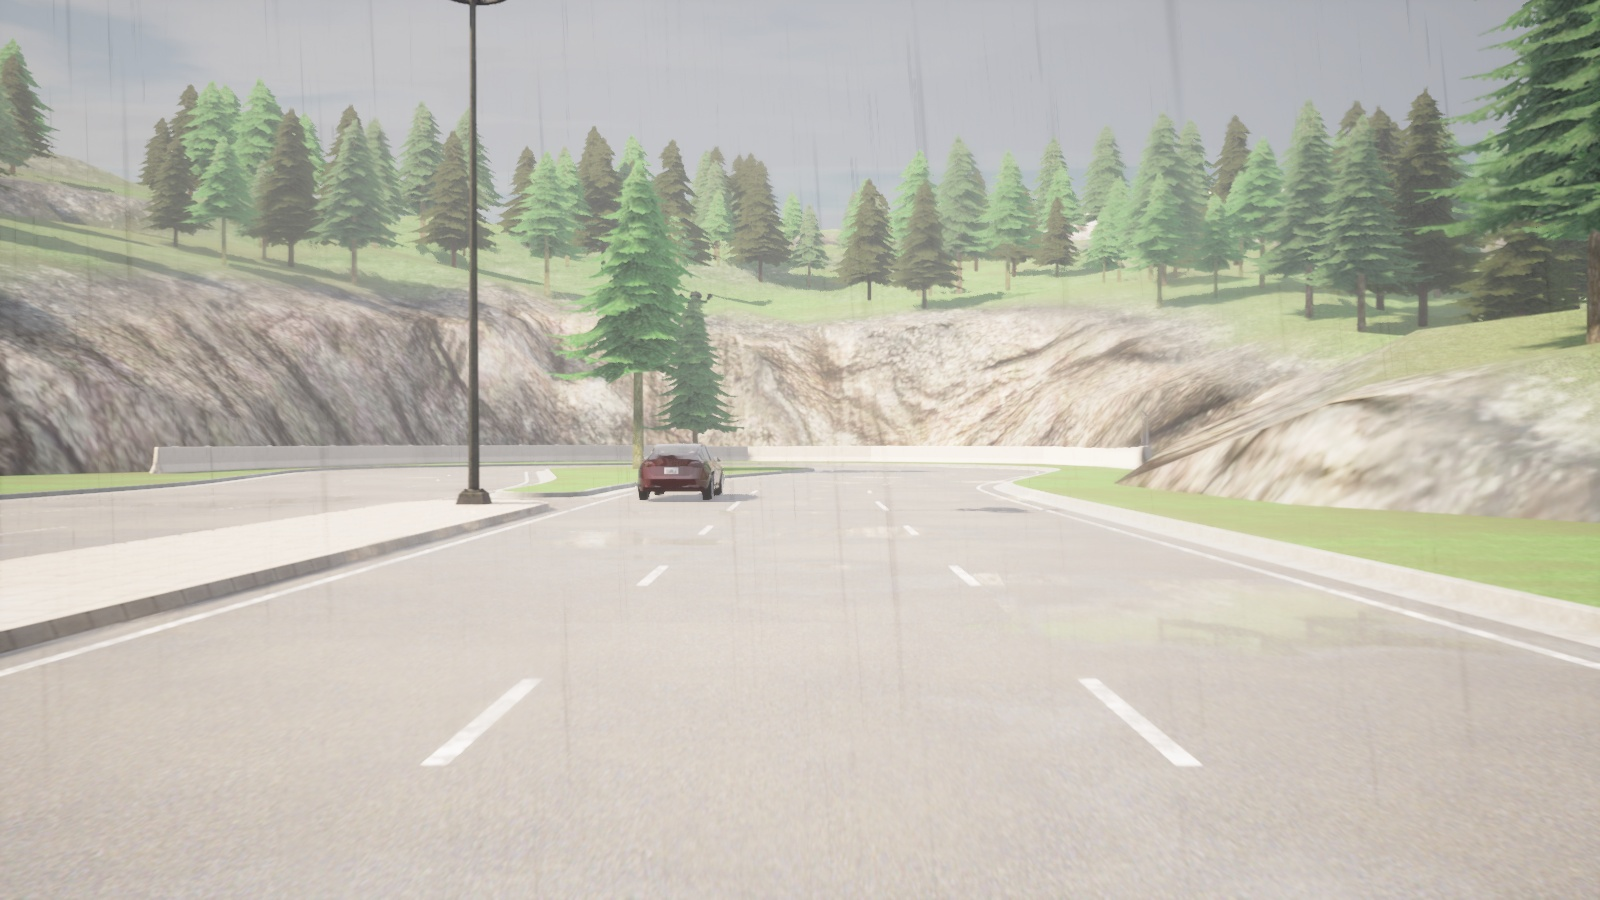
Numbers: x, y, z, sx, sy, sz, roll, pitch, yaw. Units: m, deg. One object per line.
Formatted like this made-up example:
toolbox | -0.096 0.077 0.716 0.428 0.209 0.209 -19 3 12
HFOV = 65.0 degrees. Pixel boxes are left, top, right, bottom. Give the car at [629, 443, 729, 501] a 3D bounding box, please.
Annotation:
car | -3.227 0.550 34.397 2.163 1.488 4.792 0 0 1
